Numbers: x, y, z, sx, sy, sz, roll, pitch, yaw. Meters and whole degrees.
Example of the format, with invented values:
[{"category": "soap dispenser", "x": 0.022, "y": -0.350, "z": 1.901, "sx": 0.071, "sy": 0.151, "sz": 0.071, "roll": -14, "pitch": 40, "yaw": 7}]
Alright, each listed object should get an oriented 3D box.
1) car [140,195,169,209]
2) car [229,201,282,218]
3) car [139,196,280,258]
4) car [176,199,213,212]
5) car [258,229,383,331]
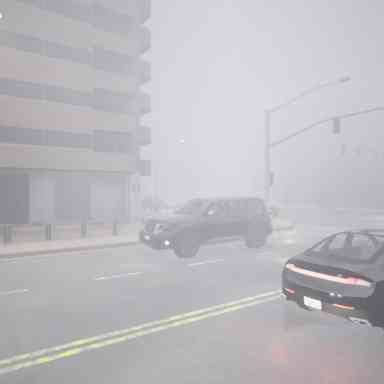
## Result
[{"category": "car", "x": -5.329, "y": 1.296, "z": 46.272, "sx": 2.097, "sy": 1.767, "sz": 4.553, "roll": 0, "pitch": 0, "yaw": -34}, {"category": "car", "x": 5.716, "y": 1.545, "z": 30.422, "sx": 1.895, "sy": 1.301, "sz": 4.718, "roll": 0, "pitch": 0, "yaw": -35}, {"category": "car", "x": 0.734, "y": 1.221, "z": 13.062, "sx": 5.566, "sy": 2.045, "sz": 2.150, "roll": 0, "pitch": 0, "yaw": -35}, {"category": "car", "x": 0.228, "y": 1.545, "z": 38.210, "sx": 1.895, "sy": 1.301, "sz": 4.718, "roll": 0, "pitch": 0, "yaw": -35}, {"category": "car", "x": 3.848, "y": 1.492, "z": 6.486, "sx": 4.902, "sy": 1.511, "sz": 2.128, "roll": 0, "pitch": 0, "yaw": -35}]
